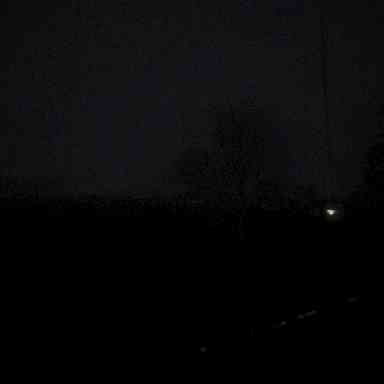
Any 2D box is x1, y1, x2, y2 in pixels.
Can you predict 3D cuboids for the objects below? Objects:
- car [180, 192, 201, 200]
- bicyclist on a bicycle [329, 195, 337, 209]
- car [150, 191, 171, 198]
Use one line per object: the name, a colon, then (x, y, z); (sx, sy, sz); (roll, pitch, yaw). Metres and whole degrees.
car: (-0.333, 0.674, 57.668); (1.812, 1.442, 4.674); (0, 2, -35)
bicyclist on a bicycle: (16.611, 1.140, 39.132); (1.656, 1.620, 0.582); (0, 1, -35)
car: (-6.232, 0.477, 65.877); (2.033, 1.411, 5.357); (-1, 2, -35)
